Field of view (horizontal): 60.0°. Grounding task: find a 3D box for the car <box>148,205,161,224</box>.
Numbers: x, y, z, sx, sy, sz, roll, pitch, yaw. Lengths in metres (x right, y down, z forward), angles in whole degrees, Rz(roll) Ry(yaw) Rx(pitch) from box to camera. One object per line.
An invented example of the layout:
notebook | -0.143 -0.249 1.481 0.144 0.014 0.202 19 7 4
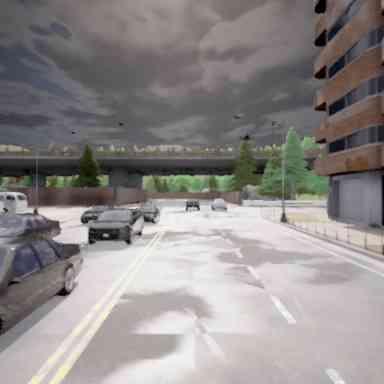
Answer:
car | -3.497 1.696 25.846 2.033 1.411 5.357 0 0 0

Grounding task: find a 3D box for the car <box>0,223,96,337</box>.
car | -3.598 1.570 6.058 2.033 1.411 5.357 0 0 0

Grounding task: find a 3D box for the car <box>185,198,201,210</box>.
car | 0.105 1.641 45.680 1.837 1.490 4.892 0 0 0

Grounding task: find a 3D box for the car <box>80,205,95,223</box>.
car | -6.997 1.695 25.847 2.033 1.411 5.357 0 0 0

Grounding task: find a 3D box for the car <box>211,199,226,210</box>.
car | 3.601 1.662 45.020 1.812 1.442 4.674 0 0 0

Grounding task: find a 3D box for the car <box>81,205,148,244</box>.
car | -3.577 1.538 16.330 1.882 1.535 5.008 0 0 0

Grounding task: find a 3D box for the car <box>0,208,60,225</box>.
car | -7.087 1.598 13.550 2.033 1.411 5.357 0 0 0
